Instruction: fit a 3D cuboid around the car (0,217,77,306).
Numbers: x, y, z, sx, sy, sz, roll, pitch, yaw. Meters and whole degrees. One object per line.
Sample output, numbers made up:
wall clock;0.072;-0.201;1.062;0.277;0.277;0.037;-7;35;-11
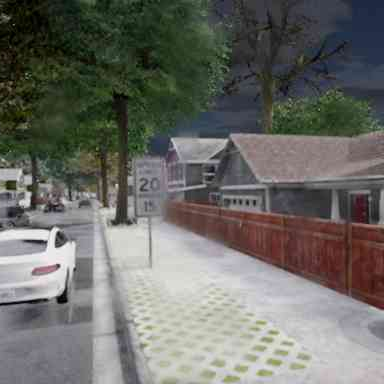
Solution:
car;-3.740;1.533;7.717;1.812;1.442;4.674;-1;0;-16

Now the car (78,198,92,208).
car;-16.308;1.670;50.684;1.837;1.490;4.892;-1;0;-16

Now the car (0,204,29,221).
car;-9.021;1.429;15.546;2.097;1.767;4.553;-1;0;-16

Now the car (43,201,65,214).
car;-15.333;1.701;37.177;1.994;1.385;4.181;-1;0;-16
